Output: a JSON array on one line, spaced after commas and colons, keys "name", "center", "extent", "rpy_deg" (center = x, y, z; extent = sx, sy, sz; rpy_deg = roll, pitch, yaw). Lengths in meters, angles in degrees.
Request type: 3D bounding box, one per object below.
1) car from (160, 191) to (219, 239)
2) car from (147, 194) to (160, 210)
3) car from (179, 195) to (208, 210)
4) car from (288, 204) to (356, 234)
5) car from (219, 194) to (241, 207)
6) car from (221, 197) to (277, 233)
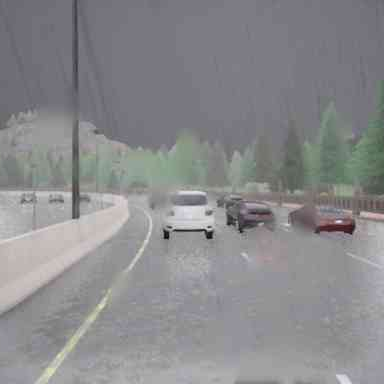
[{"name": "car", "center": [-0.300, 0.977, 15.953], "extent": [2.150, 2.045, 5.566], "rpy_deg": [0, 1, -5]}, {"name": "car", "center": [-3.379, 0.991, 33.872], "extent": [1.837, 1.490, 4.892], "rpy_deg": [0, 1, -15]}, {"name": "car", "center": [0.091, 1.043, 34.353], "extent": [1.994, 1.385, 4.181], "rpy_deg": [0, 1, -14]}, {"name": "car", "center": [6.563, 1.300, 17.235], "extent": [1.994, 1.385, 4.181], "rpy_deg": [0, 1, -5]}, {"name": "car", "center": [3.829, 0.990, 33.853], "extent": [1.837, 1.490, 4.892], "rpy_deg": [0, 1, -13]}, {"name": "car", "center": [3.019, 1.233, 17.781], "extent": [1.837, 1.490, 4.892], "rpy_deg": [0, 1, -5]}]
